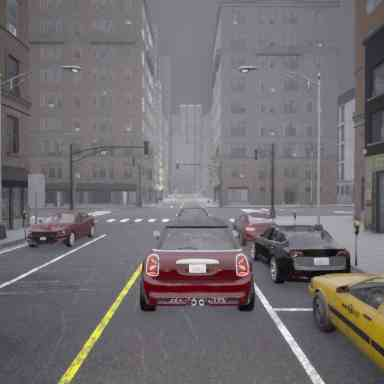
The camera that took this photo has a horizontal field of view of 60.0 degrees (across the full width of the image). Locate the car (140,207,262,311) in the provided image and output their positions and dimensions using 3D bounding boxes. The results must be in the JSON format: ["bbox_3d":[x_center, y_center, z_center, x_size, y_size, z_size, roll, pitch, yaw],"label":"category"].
[{"bbox_3d":[0.087,1.349,7.905,2.097,1.767,4.553,0,0,0],"label":"car"}]

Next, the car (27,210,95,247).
[{"bbox_3d":[-5.705,1.539,14.969,1.887,1.381,4.507,-1,0,0],"label":"car"}]

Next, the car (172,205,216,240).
[{"bbox_3d":[0.066,1.541,18.144,2.033,1.411,5.357,0,0,0],"label":"car"}]

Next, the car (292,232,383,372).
[{"bbox_3d":[2.859,1.524,3.985,1.752,1.417,4.829,-1,0,0],"label":"car"}]

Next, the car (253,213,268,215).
[{"bbox_3d":[2.841,1.576,14.987,1.802,1.307,4.206,-1,0,0],"label":"car"}]

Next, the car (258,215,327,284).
[{"bbox_3d":[2.850,1.562,9.401,1.947,1.339,4.313,-1,0,0],"label":"car"}]
